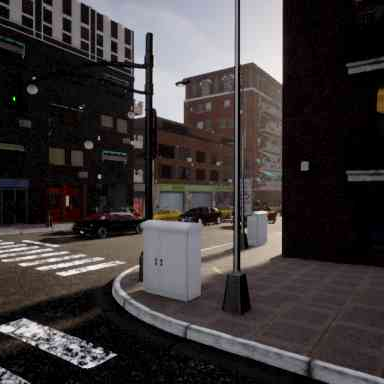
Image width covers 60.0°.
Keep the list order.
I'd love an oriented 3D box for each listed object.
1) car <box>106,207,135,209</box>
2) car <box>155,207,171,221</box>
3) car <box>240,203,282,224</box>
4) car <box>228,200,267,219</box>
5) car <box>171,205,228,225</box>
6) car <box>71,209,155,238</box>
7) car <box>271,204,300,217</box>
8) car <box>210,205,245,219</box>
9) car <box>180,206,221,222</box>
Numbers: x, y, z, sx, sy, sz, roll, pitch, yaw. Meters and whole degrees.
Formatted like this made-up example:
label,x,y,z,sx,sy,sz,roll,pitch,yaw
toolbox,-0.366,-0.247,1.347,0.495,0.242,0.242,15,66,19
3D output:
label,x,y,z,sx,sy,sz,roll,pitch,yaw
car,-5.397,1.758,23.112,1.967,1.590,4.097,-1,-2,35
car,-2.337,1.944,27.501,1.752,1.417,4.829,-1,-2,35
car,5.974,2.032,29.276,1.882,1.535,5.008,0,-1,35
car,6.396,1.866,35.473,2.150,2.045,5.566,0,-1,35
car,0.717,1.962,27.324,1.837,1.490,4.892,0,-1,35
car,-4.645,1.881,19.634,1.895,1.301,4.718,0,-1,35
car,12.518,2.394,44.189,2.033,1.411,5.357,0,-1,35
car,3.979,2.153,36.565,1.752,1.417,4.829,-1,-2,35
car,0.918,2.092,32.172,1.947,1.339,4.313,-1,-2,35
